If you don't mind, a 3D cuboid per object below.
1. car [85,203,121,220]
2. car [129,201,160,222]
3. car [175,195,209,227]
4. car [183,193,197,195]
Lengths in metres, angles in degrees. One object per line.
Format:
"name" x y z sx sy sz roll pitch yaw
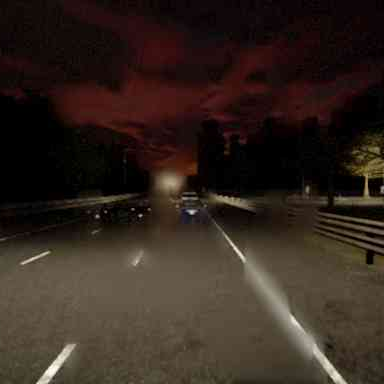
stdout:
"car" -7.082 1.517 27.024 1.895 1.301 4.718 0 0 -1
"car" -3.561 1.415 25.270 2.128 1.511 4.902 0 0 -1
"car" -0.029 1.286 22.205 2.097 1.767 4.553 0 0 -1
"car" -0.302 1.073 40.988 2.150 2.045 5.566 0 0 -1
